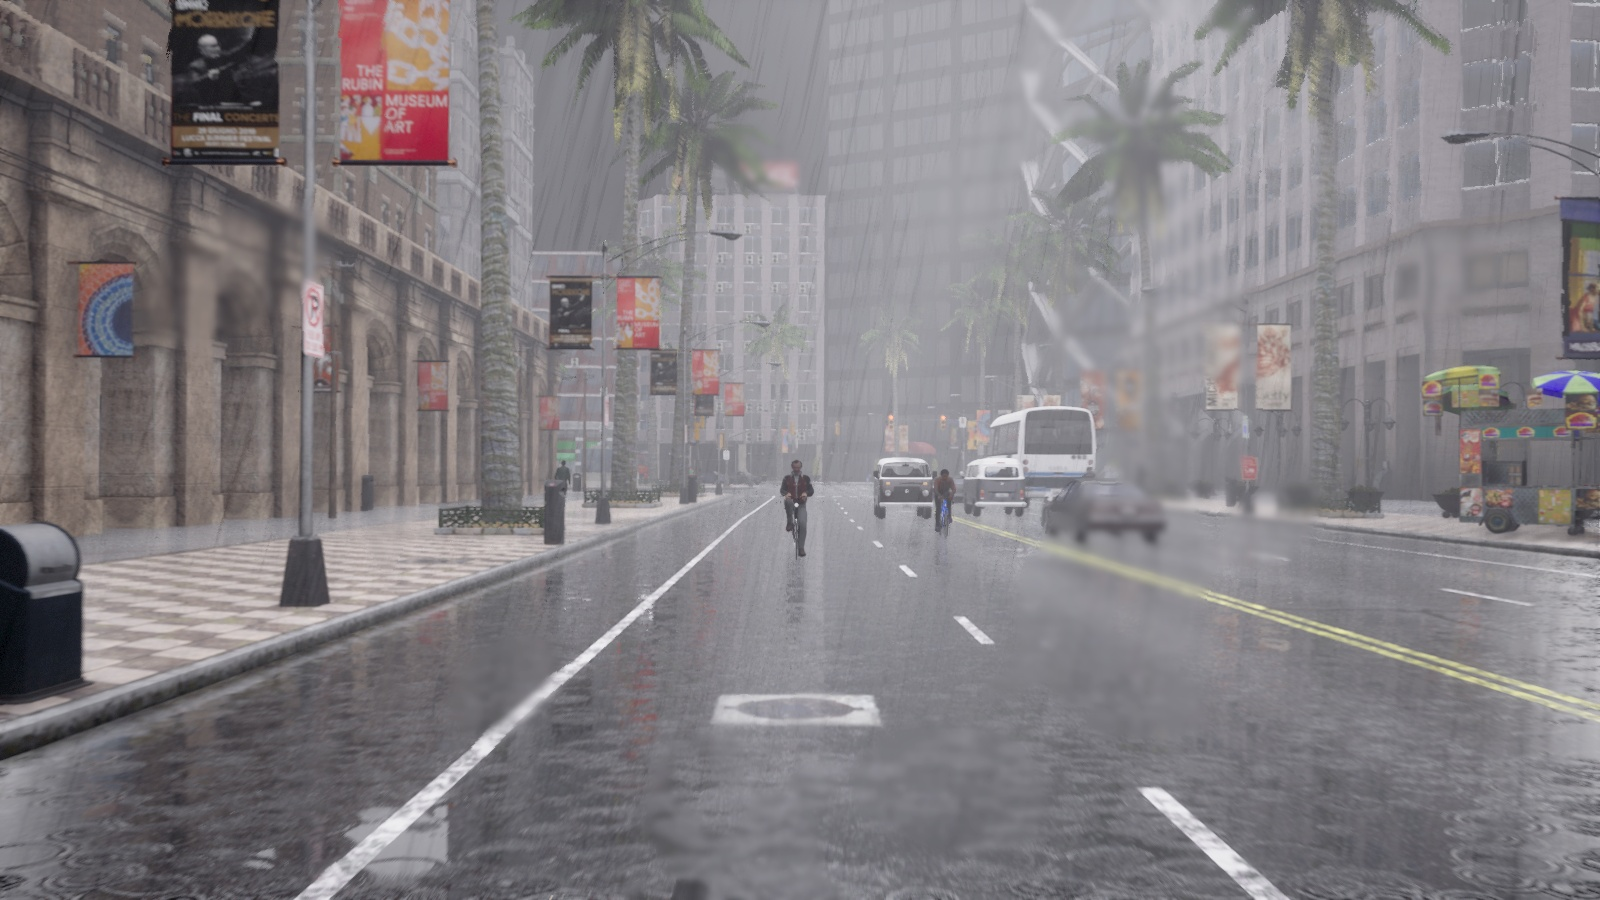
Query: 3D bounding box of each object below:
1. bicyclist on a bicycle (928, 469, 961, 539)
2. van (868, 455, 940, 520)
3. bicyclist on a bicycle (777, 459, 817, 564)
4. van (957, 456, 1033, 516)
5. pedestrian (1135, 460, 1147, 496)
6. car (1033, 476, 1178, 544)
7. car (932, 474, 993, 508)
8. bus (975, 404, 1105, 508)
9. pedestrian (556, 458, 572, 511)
[{"bbox_3d":[3.429,1.254,29.857,0.582,1.620,1.656,0,-1,0],"label":"bicyclist on a bicycle"},{"bbox_3d":[3.431,1.231,42.239,2.069,2.038,4.480,0,-1,0],"label":"van"},{"bbox_3d":[-0.054,1.058,22.269,0.659,1.776,1.843,0,-1,0],"label":"bicyclist on a bicycle"},{"bbox_3d":[6.961,1.268,45.291,2.069,2.038,4.480,0,-1,1],"label":"van"},{"bbox_3d":[18.484,1.538,68.109,0.402,1.930,0.666,0,-1,-8],"label":"pedestrian"},{"bbox_3d":[6.930,1.322,29.152,2.033,1.411,5.357,0,-1,0],"label":"car"},{"bbox_3d":[7.063,1.757,55.140,2.033,1.411,5.357,0,-1,1],"label":"car"},{"bbox_3d":[10.570,0.344,56.625,3.944,4.253,10.273,0,-1,1],"label":"bus"},{"bbox_3d":[-8.857,1.296,47.168,0.423,1.949,0.788,0,-1,1],"label":"pedestrian"}]
